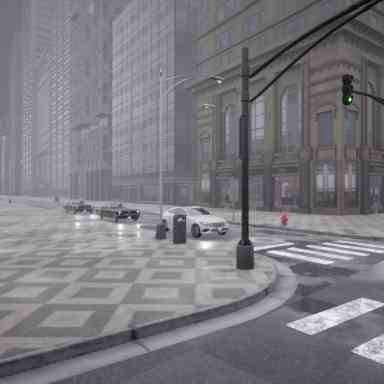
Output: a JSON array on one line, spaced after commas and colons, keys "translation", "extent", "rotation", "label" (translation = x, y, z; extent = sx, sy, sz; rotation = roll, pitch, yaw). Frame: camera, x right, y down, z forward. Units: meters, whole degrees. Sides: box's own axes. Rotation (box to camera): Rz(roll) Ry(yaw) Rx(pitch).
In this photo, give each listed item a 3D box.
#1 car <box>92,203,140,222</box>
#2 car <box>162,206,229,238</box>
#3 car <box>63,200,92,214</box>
[{"translation": [-5.807, 1.523, 25.867], "extent": [1.895, 1.301, 4.718], "rotation": [0, 0, -35], "label": "car"}, {"translation": [-0.052, 1.475, 17.749], "extent": [1.812, 1.442, 4.674], "rotation": [0, 0, -37], "label": "car"}, {"translation": [-11.691, 1.498, 34.156], "extent": [1.895, 1.301, 4.718], "rotation": [0, 0, -35], "label": "car"}]
